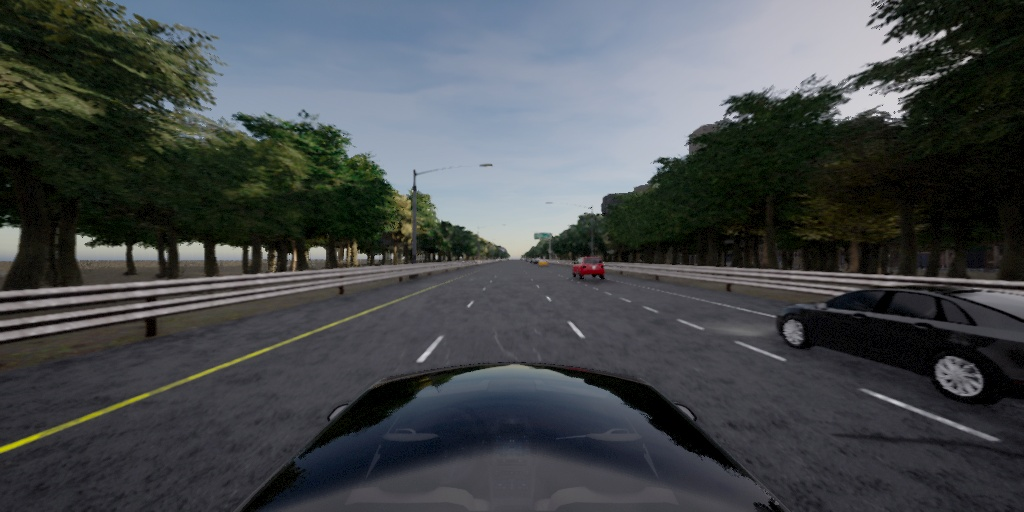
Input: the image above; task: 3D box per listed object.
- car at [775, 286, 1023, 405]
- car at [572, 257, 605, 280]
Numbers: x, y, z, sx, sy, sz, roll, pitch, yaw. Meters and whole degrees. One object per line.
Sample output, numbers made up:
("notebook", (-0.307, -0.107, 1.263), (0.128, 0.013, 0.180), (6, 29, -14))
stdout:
("car", (6.998, 1.263, 6.290), (1.837, 1.490, 4.892), (0, 0, 0))
("car", (7.036, 1.105, 33.439), (2.150, 2.045, 5.566), (0, 0, 0))
